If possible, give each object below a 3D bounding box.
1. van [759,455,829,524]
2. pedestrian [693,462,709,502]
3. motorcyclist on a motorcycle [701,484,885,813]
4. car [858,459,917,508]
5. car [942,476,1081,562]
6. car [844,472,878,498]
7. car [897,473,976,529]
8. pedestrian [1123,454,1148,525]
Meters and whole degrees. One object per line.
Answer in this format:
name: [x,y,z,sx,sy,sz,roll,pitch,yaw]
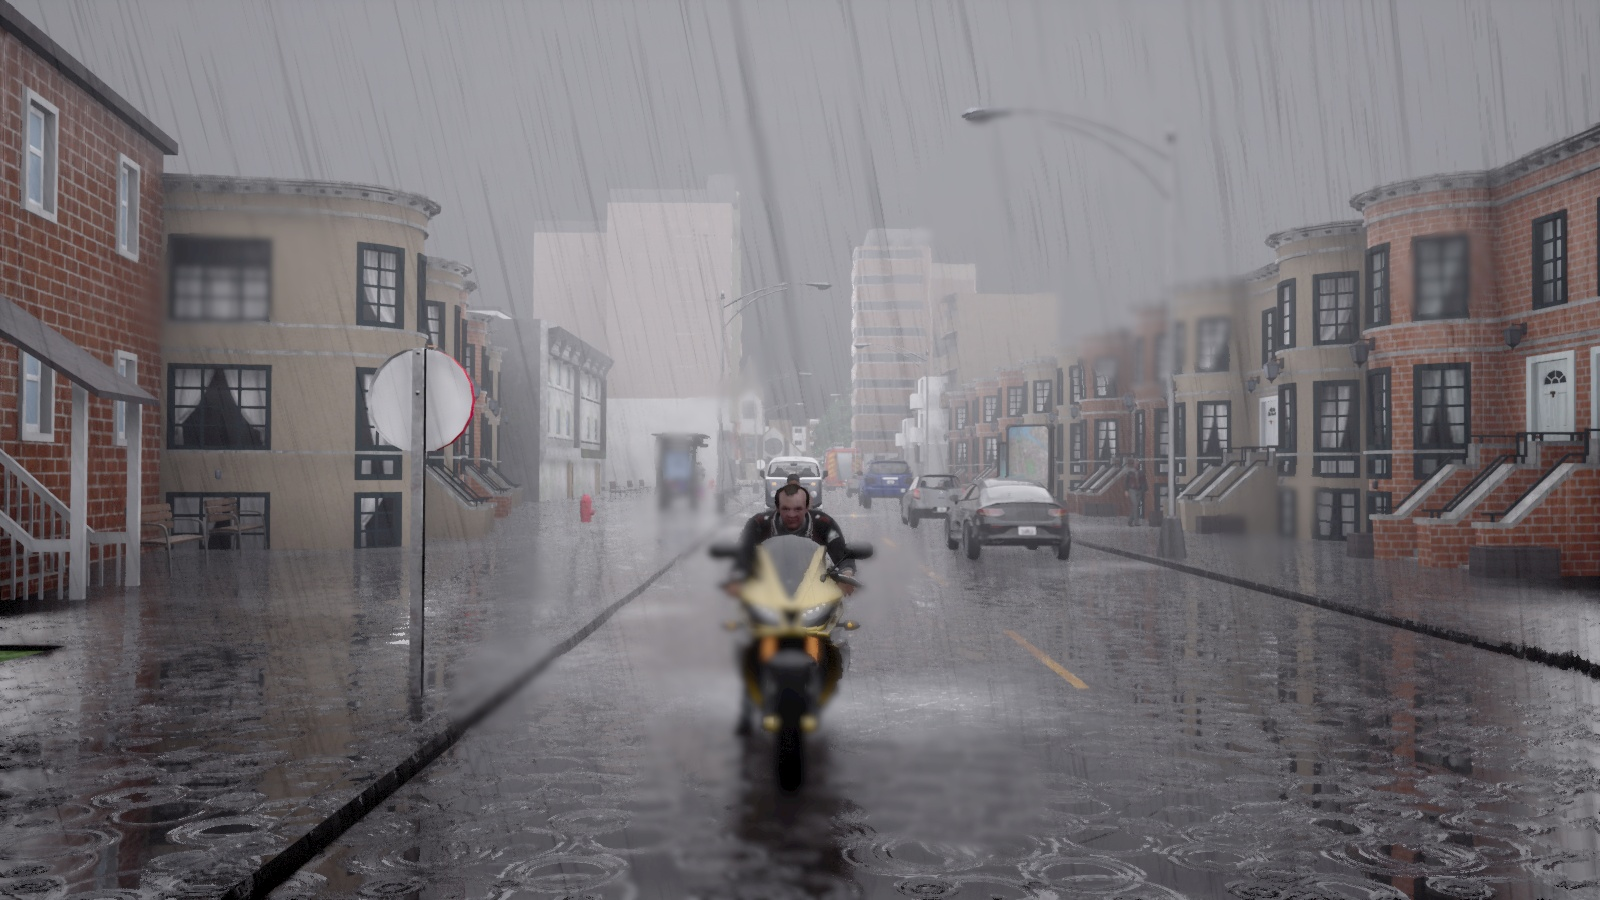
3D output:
van: [-0.186,1.201,39.527,2.069,2.038,4.480,0,-1,0]
pedestrian: [-4.856,1.577,61.684,0.659,1.952,0.873,0,-1,1]
motorcyclist on a motorcycle: [-0.038,0.968,7.051,0.866,1.530,2.191,0,-1,0]
car: [3.746,1.435,54.741,2.150,2.045,5.566,0,-1,0]
car: [3.886,1.224,23.826,1.812,1.442,4.674,0,-1,0]
car: [3.646,2.076,75.359,1.845,1.501,3.633,0,-1,0]
car: [3.832,1.413,35.815,1.845,1.501,3.633,0,-1,0]
pedestrian: [8.923,1.048,33.421,0.376,1.854,0.720,0,-1,-10]
